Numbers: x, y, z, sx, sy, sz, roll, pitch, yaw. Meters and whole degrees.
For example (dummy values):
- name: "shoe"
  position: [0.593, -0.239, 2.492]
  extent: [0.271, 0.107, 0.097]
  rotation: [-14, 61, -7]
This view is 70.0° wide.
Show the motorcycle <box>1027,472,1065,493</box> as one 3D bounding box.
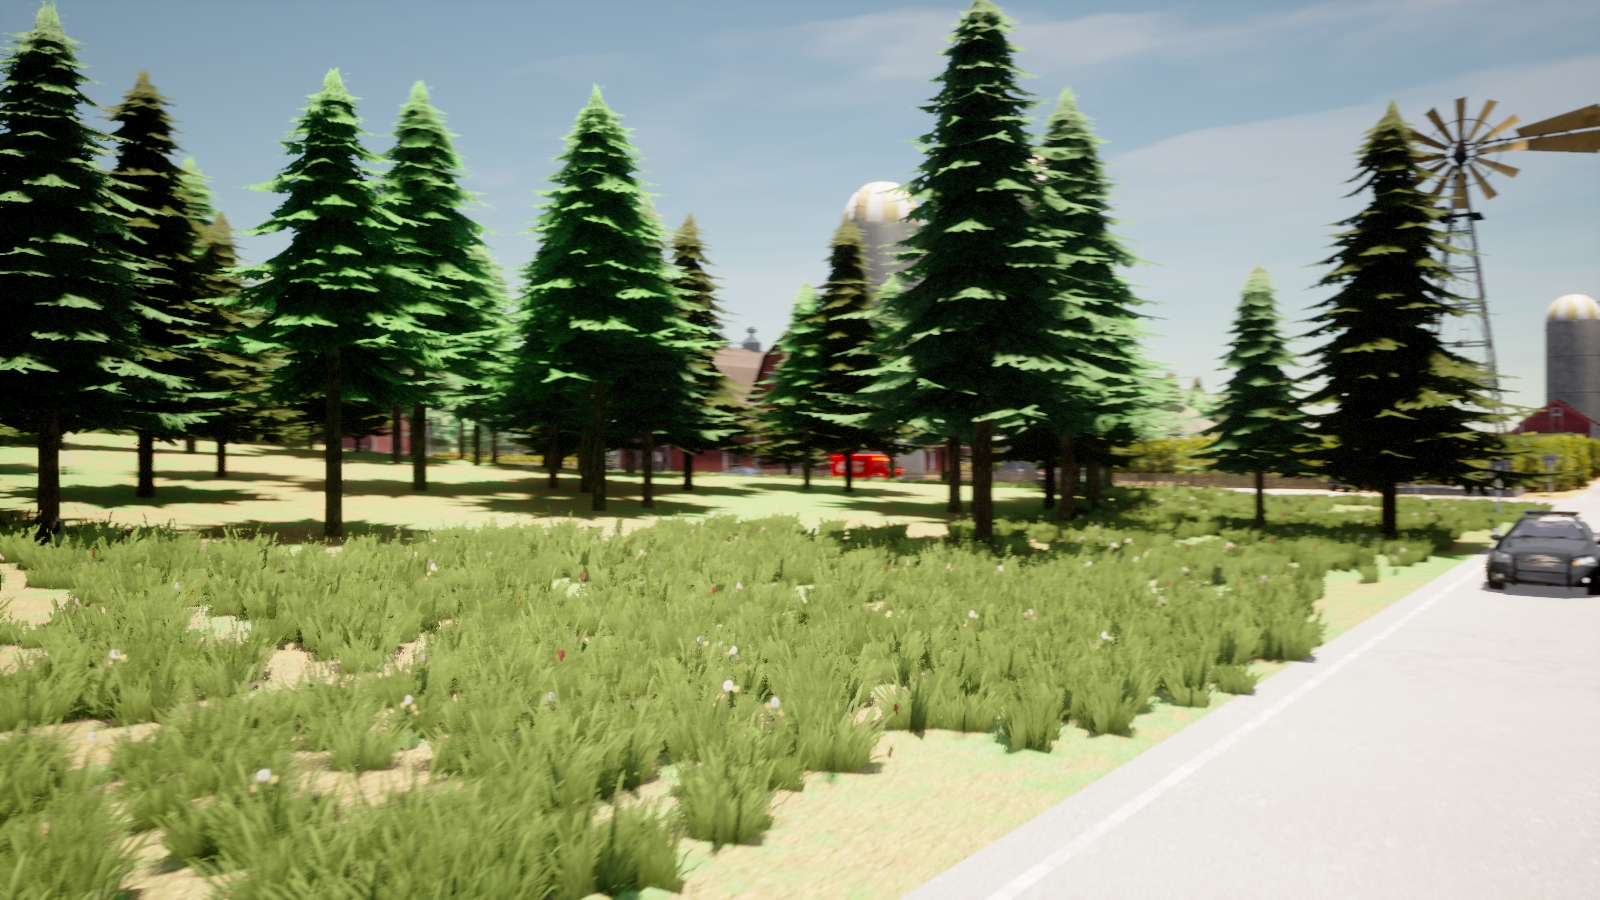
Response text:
- name: "motorcycle"
  position: [16.147, 2.122, 74.944]
  extent: [2.356, 1.277, 0.764]
  rotation: [0, 0, 37]

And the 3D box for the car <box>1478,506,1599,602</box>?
- name: "car"
  position: [15.616, 2.057, 23.820]
  extent: [2.038, 1.542, 4.974]
  rotation: [0, 0, 37]
